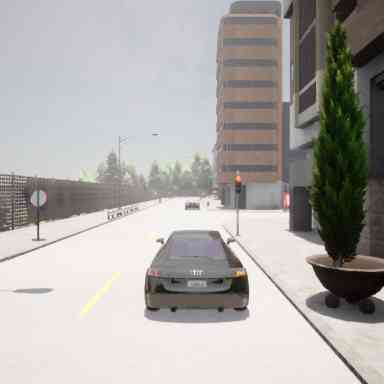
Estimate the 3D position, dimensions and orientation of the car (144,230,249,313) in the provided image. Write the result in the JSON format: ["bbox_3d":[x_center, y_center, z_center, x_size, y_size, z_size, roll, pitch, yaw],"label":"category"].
[{"bbox_3d":[0.085,1.564,7.772,1.994,1.385,4.181,0,0,0],"label":"car"}]

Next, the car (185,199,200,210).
[{"bbox_3d":[0.030,1.601,43.357,1.895,1.301,4.718,0,0,-1],"label":"car"}]
